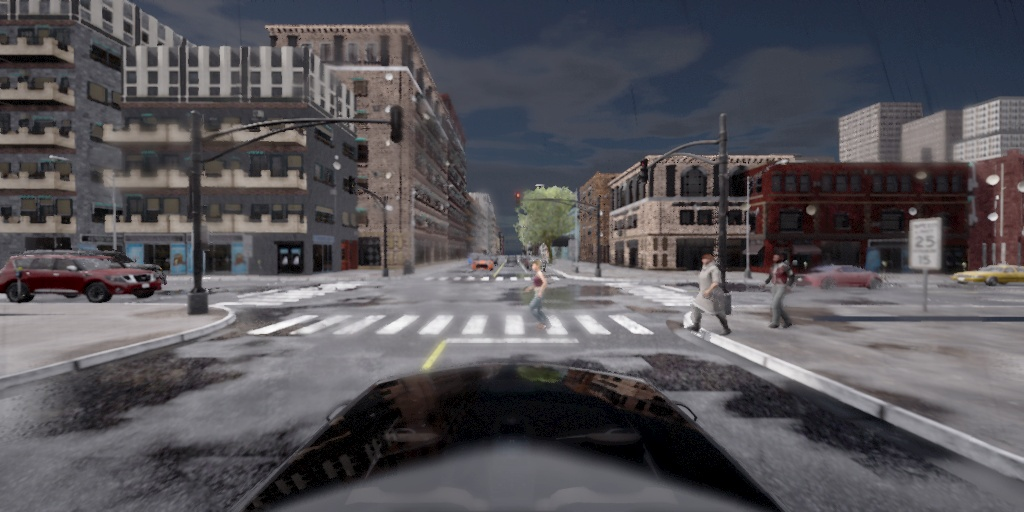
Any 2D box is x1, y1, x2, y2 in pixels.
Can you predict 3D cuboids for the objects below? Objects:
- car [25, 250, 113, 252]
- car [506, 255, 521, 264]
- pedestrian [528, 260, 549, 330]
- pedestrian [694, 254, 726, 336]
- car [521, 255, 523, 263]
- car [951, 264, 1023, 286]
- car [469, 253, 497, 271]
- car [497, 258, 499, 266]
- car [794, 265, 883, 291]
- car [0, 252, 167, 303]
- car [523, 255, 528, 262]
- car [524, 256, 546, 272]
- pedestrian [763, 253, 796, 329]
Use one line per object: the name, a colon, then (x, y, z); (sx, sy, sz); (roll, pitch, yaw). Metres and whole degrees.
car: (-19.874, 0.739, 16.999); (5.566, 2.045, 2.150); (0, 1, 0)
car: (-0.010, 0.616, 64.509); (2.128, 1.511, 4.902); (0, 1, 0)
pedestrian: (0.678, 0.960, 9.210); (0.375, 1.860, 0.375); (0, 1, 0)
pedestrian: (4.412, 0.829, 8.008); (0.375, 1.860, 0.375); (0, 1, 0)
car: (2.682, 0.702, 49.555); (1.967, 1.591, 4.097); (0, 0, 0)
car: (31.437, 1.185, 23.176); (4.829, 1.417, 1.751); (0, 0, 0)
car: (-3.094, 0.715, 39.011); (2.097, 1.767, 4.553); (0, 1, 0)
car: (-3.072, 0.711, 55.686); (1.837, 1.490, 4.892); (0, 0, 0)
car: (18.426, 1.193, 20.483); (4.181, 1.385, 1.994); (0, 1, 0)
car: (-17.279, 0.871, 14.441); (5.009, 1.841, 2.192); (0, 0, 0)
car: (2.684, 0.757, 43.859); (1.967, 1.591, 4.097); (0, 0, 0)
car: (2.684, 0.922, 38.163); (2.007, 1.370, 4.403); (0, 0, 0)
pedestrian: (6.418, 0.814, 8.608); (0.375, 1.860, 0.375); (0, 1, 0)
